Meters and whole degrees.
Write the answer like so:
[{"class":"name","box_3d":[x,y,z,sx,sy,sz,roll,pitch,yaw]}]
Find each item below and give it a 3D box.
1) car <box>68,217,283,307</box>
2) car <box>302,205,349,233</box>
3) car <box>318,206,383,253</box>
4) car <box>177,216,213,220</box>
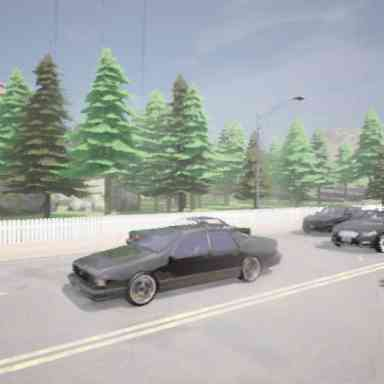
[{"class":"car","box_3d":[-0.112,1.549,8.190,5.357,1.411,2.033,0,0,-35]},{"class":"car","box_3d":[8.146,1.483,18.355,5.008,1.535,1.882,0,0,-35]},{"class":"car","box_3d":[7.749,1.496,13.789,4.902,1.511,2.128,0,0,-35]},{"class":"car","box_3d":[-0.033,1.603,12.532,4.718,1.301,1.895,0,0,-35]}]
